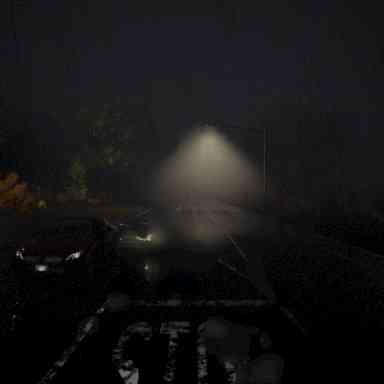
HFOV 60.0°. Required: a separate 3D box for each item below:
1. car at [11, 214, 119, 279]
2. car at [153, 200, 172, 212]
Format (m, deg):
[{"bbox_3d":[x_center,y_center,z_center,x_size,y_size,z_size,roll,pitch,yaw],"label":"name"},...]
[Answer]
[{"bbox_3d":[-3.458,1.434,9.972,1.812,1.442,4.674,1,1,0],"label":"car"},{"bbox_3d":[-3.409,1.580,38.861,1.994,1.385,4.181,0,0,0],"label":"car"}]
